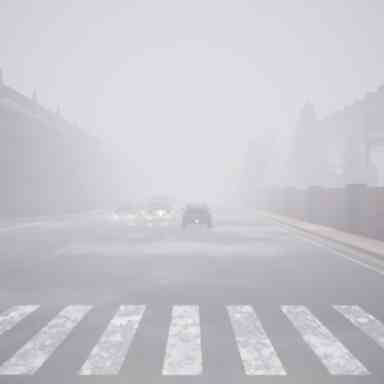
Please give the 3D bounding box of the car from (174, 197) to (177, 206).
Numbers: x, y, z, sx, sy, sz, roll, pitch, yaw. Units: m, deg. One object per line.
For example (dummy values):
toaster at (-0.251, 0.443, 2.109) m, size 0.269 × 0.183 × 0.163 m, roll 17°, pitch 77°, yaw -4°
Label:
car at (-3.581, 1.502, 45.731) m, size 2.128 × 1.511 × 4.902 m, roll 0°, pitch 0°, yaw -1°

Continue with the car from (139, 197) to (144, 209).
car at (-7.074, 1.488, 45.300) m, size 1.882 × 1.535 × 5.008 m, roll 0°, pitch 0°, yaw -1°

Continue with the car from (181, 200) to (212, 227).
car at (0.315, 1.510, 22.740) m, size 1.837 × 1.490 × 4.892 m, roll 0°, pitch 0°, yaw 0°

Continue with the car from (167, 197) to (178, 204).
car at (-3.786, 1.616, 64.869) m, size 1.895 × 1.301 × 4.718 m, roll 0°, pitch 0°, yaw -1°

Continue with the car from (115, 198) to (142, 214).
car at (-6.943, 1.609, 35.922) m, size 1.895 × 1.301 × 4.718 m, roll 0°, pitch 0°, yaw -1°

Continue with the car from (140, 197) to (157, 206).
car at (-7.162, 1.561, 55.257) m, size 2.033 × 1.411 × 5.357 m, roll 0°, pitch 0°, yaw 0°

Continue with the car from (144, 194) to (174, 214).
car at (-3.435, 1.230, 35.851) m, size 2.150 × 2.045 × 5.566 m, roll 0°, pitch 0°, yaw -1°

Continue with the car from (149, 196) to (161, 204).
car at (-7.296, 1.493, 65.523) m, size 1.882 × 1.535 × 5.008 m, roll 0°, pitch 0°, yaw -1°

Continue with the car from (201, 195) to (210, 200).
car at (3.037, 1.496, 76.679) m, size 1.882 × 1.535 × 5.008 m, roll 0°, pitch 0°, yaw -1°
